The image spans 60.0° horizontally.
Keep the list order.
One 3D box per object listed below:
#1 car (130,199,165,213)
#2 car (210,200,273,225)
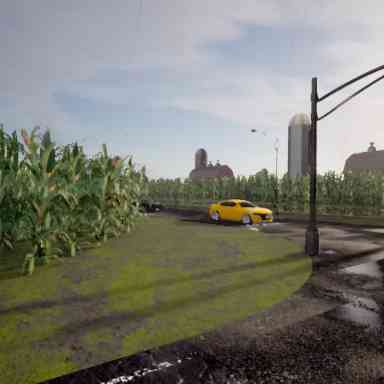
[{"bbox_3d":[-4.614,1.329,33.192,1.895,1.301,4.718,2,0,-38],"label":"car"},{"bbox_3d":[3.274,1.307,22.828,1.882,1.535,5.008,2,0,-35],"label":"car"}]
